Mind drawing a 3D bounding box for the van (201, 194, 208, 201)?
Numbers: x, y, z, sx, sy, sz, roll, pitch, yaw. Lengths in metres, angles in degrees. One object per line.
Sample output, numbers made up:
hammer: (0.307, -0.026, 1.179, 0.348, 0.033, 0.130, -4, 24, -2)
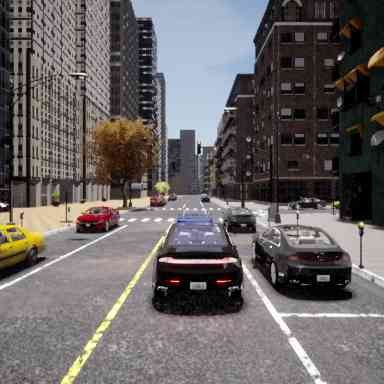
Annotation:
van: (3.114, 1.425, 85.662, 1.690, 1.788, 3.998, 0, 0, 0)

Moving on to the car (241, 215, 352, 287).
car: (2.732, 1.552, 9.071, 2.008, 1.369, 4.403, 0, 0, 0)

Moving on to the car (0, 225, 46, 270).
car: (-5.649, 1.526, 8.943, 1.752, 1.417, 4.829, 0, 0, 0)

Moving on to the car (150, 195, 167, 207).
car: (-5.432, 1.349, 52.567, 2.192, 1.841, 5.009, 0, 0, 0)

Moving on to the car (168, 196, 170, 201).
car: (-5.404, 1.607, 58.089, 1.947, 1.339, 4.313, 0, 0, 0)

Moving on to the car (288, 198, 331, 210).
car: (13.620, 1.359, 39.489, 4.403, 1.369, 2.008, -1, 1, 0)

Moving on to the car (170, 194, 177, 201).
car: (-5.266, 1.650, 85.704, 1.947, 1.339, 4.313, 0, 0, 0)

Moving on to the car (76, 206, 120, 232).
car: (-5.593, 1.549, 20.179, 1.887, 1.381, 4.507, 0, 0, 0)

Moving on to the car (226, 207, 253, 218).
car: (2.787, 1.555, 20.137, 2.008, 1.369, 4.403, 0, 0, 0)

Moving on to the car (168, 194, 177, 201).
car: (-5.239, 1.410, 91.226, 2.192, 1.841, 5.009, 0, 0, 0)

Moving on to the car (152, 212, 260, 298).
car: (0.130, 1.492, 8.473, 2.128, 1.511, 4.902, 0, 0, 0)

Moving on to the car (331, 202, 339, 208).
car: (19.017, 1.259, 39.516, 4.829, 1.417, 1.752, -1, 1, 0)

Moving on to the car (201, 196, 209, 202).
car: (3.088, 1.599, 80.308, 1.752, 1.417, 4.829, 0, 0, 0)

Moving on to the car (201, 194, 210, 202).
car: (3.059, 1.630, 74.615, 1.947, 1.339, 4.313, 0, 0, 0)

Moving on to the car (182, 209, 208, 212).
car: (0.167, 1.605, 18.591, 1.895, 1.301, 4.718, 0, 0, 1)
